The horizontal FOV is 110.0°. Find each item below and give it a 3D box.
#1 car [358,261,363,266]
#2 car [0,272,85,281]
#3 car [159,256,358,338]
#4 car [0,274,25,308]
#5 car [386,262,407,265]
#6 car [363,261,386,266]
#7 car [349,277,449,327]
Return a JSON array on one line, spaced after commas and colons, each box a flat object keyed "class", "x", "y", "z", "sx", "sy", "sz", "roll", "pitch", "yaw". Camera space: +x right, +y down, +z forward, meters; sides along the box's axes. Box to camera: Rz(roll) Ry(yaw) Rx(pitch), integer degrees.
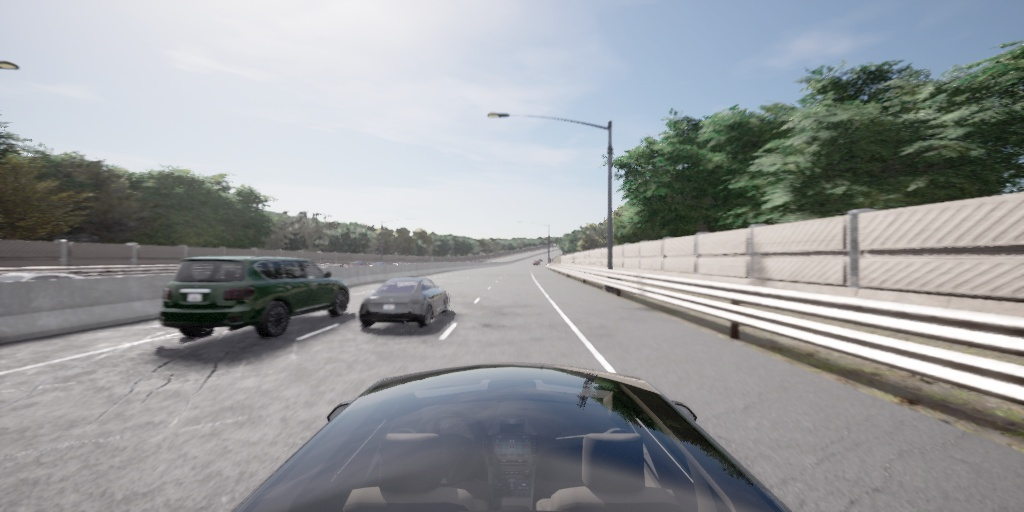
[{"class": "car", "x": -23.403, "y": 1.538, "z": 53.976, "sx": 2.097, "sy": 1.767, "sz": 4.553, "roll": 0, "pitch": -1, "yaw": 3}, {"class": "car", "x": -17.535, "y": 1.320, "z": 12.874, "sx": 1.812, "sy": 1.442, "sz": 4.674, "roll": 0, "pitch": 0, "yaw": 1}, {"class": "car", "x": -6.862, "y": 1.021, "z": 10.459, "sx": 2.150, "sy": 2.045, "sz": 5.566, "roll": 0, "pitch": 0, "yaw": 0}, {"class": "car", "x": -21.042, "y": 1.384, "z": 12.427, "sx": 1.895, "sy": 1.301, "sz": 4.718, "roll": 0, "pitch": 0, "yaw": 1}, {"class": "car", "x": -16.420, "y": 1.697, "z": 53.594, "sx": 2.128, "sy": 1.511, "sz": 4.902, "roll": 0, "pitch": -1, "yaw": 3}, {"class": "car", "x": -19.914, "y": 1.671, "z": 53.736, "sx": 1.882, "sy": 1.535, "sz": 5.008, "roll": 0, "pitch": -1, "yaw": 3}, {"class": "car", "x": -3.348, "y": 1.382, "z": 11.832, "sx": 1.994, "sy": 1.385, "sz": 4.181, "roll": 0, "pitch": 0, "yaw": 0}]
